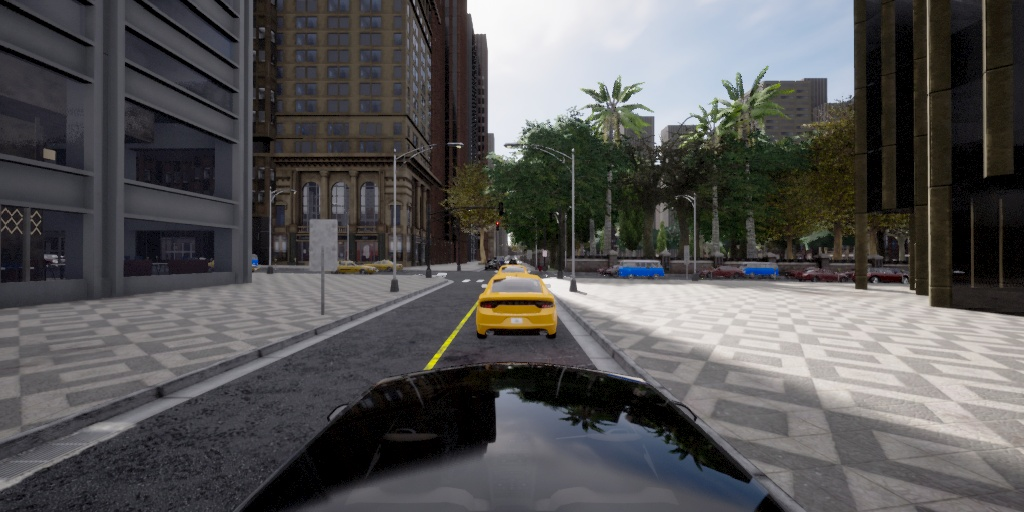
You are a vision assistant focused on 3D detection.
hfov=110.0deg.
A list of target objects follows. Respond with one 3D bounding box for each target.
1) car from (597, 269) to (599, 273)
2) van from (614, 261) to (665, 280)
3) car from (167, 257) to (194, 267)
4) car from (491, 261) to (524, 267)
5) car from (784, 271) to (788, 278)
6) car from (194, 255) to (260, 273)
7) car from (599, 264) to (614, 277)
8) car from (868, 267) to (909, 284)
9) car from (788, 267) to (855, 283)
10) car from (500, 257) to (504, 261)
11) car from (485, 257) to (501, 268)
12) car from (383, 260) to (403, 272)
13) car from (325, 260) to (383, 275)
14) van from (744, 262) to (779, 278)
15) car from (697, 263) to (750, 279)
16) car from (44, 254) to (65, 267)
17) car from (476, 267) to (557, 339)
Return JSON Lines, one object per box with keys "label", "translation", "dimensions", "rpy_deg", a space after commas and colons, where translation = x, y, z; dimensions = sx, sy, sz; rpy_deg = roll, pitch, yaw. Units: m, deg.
{"label": "car", "translation": [11.998, 1.604, 41.707], "dimensions": [4.207, 1.307, 1.802], "rpy_deg": [0, 0, 0]}
{"label": "van", "translation": [11.953, 1.314, 33.181], "dimensions": [3.998, 1.789, 1.690], "rpy_deg": [0, 0, 0]}
{"label": "car", "translation": [-37.767, 0.772, 42.033], "dimensions": [4.313, 1.339, 1.948], "rpy_deg": [0, 0, 0]}
{"label": "car", "translation": [0.049, 1.234, 20.197], "dimensions": [1.882, 1.535, 5.008], "rpy_deg": [0, 0, 0]}
{"label": "car", "translation": [34.091, 1.932, 41.562], "dimensions": [4.507, 1.381, 1.888], "rpy_deg": [0, 0, 0]}
{"label": "car", "translation": [-26.304, 0.866, 33.433], "dimensions": [4.829, 1.417, 1.751], "rpy_deg": [0, 0, 0]}
{"label": "car", "translation": [12.655, 1.565, 39.041], "dimensions": [5.357, 1.411, 2.033], "rpy_deg": [1, 0, 0]}
{"label": "car", "translation": [34.047, 1.778, 33.036], "dimensions": [4.097, 1.591, 1.967], "rpy_deg": [0, 0, 0]}
{"label": "car", "translation": [28.523, 1.829, 33.072], "dimensions": [4.207, 1.307, 1.802], "rpy_deg": [0, 0, 0]}
{"label": "car", "translation": [-2.901, 1.361, 62.814], "dimensions": [1.812, 1.442, 4.674], "rpy_deg": [0, 0, 0]}
{"label": "car", "translation": [-2.953, 1.311, 52.713], "dimensions": [1.837, 1.490, 4.892], "rpy_deg": [0, 0, 0]}
{"label": "car", "translation": [-15.258, 1.100, 41.885], "dimensions": [4.829, 1.417, 1.751], "rpy_deg": [0, 0, 0]}
{"label": "car", "translation": [-14.964, 1.051, 33.358], "dimensions": [4.829, 1.417, 1.751], "rpy_deg": [0, 0, 0]}
{"label": "van", "translation": [28.568, 1.636, 41.598], "dimensions": [3.998, 1.789, 1.690], "rpy_deg": [0, 0, 0]}
{"label": "car", "translation": [22.615, 1.708, 38.976], "dimensions": [4.674, 1.442, 1.812], "rpy_deg": [1, 0, 0]}
{"label": "car", "translation": [-43.486, 0.506, 33.545], "dimensions": [4.097, 1.591, 1.967], "rpy_deg": [0, 0, 0]}
{"label": "car", "translation": [0.115, 1.229, 10.136], "dimensions": [1.882, 1.535, 5.008], "rpy_deg": [0, 0, 0]}
